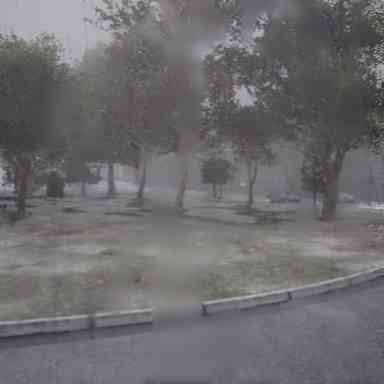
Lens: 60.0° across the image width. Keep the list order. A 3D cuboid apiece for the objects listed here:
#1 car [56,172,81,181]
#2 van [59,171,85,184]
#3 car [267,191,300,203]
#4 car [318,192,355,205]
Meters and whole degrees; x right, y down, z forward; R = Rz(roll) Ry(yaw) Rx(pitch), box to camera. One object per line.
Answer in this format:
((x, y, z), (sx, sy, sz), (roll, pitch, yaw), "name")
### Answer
((-31.172, -3.981, 84.223), (2.435, 2.045, 5.566), (7, 7, 38), "car")
((-29.506, -3.658, 81.760), (1.878, 1.987, 4.442), (6, 6, 38), "van")
((11.412, 0.574, 41.576), (1.994, 1.385, 4.181), (-1, 4, -36), "car")
((16.860, 0.737, 38.898), (1.994, 1.385, 4.181), (0, 1, -23), "car")
